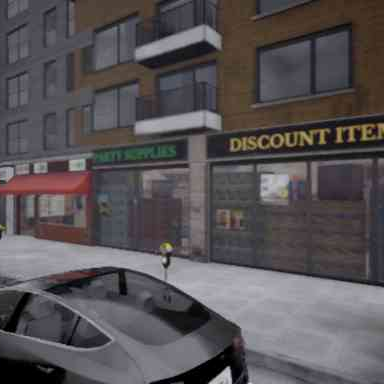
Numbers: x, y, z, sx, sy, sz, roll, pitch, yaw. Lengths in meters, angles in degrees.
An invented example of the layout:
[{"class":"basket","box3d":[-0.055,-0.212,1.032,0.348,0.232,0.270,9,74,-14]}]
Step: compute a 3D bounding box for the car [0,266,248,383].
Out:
[{"class":"car","box3d":[-1.468,1.567,3.854,4.313,1.339,1.947,0,0,35]}]
